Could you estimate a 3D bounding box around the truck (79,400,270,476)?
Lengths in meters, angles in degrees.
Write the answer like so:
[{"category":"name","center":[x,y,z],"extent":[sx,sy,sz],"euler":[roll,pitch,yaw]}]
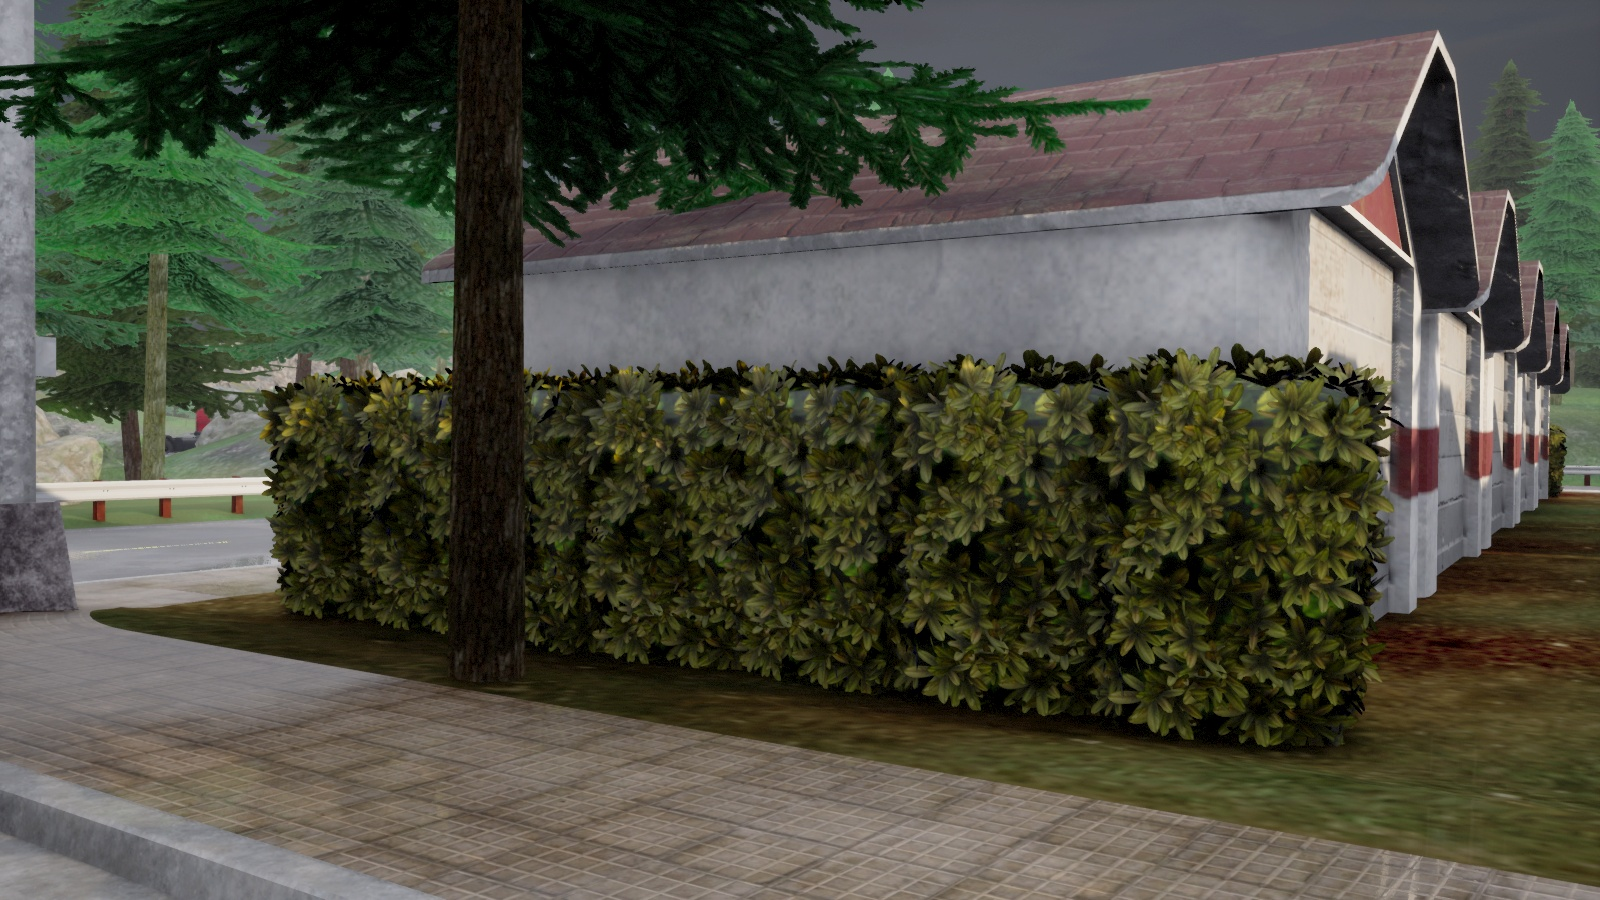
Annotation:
[{"category":"truck","center":[-30.489,-0.619,61.594],"extent":[2.891,3.462,7.936],"euler":[0,1,34]}]
